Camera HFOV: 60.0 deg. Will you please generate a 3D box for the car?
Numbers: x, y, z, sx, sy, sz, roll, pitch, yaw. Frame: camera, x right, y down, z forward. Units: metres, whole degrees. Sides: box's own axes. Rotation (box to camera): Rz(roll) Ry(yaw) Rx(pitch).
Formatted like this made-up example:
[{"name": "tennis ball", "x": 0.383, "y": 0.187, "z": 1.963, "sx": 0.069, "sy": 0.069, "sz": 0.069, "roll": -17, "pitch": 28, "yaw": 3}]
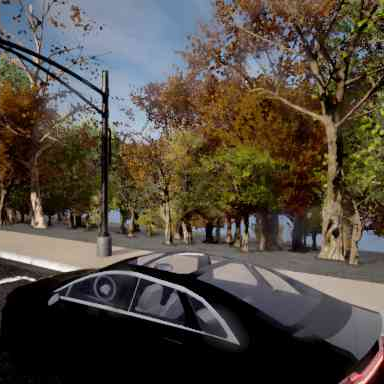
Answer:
[{"name": "car", "x": -0.409, "y": 1.491, "z": 3.985, "sx": 4.902, "sy": 1.511, "sz": 2.128, "roll": 0, "pitch": 0, "yaw": 36}]
